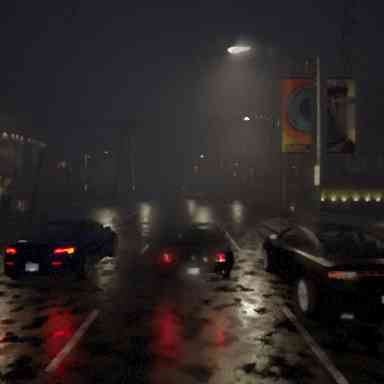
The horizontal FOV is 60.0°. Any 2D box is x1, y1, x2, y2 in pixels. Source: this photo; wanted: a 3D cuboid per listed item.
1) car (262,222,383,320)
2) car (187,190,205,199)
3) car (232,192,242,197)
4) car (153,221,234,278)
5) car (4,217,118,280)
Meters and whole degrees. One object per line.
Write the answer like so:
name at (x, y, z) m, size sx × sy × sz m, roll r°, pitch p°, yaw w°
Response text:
car at (2.897, 1.410, 7.361) m, size 2.097 × 1.535 × 5.008 m, roll 0°, pitch 1°, yaw 0°
car at (1.002, 0.511, 77.087) m, size 2.150 × 2.045 × 5.566 m, roll 0°, pitch 1°, yaw 33°
car at (12.543, 0.706, 88.285) m, size 4.674 × 1.442 × 1.812 m, roll 0°, pitch 1°, yaw -37°
car at (0.060, 1.509, 9.825) m, size 1.895 × 1.301 × 4.718 m, roll 0°, pitch 1°, yaw 0°
car at (-3.442, 1.437, 9.498) m, size 1.812 × 1.442 × 4.674 m, roll 0°, pitch 1°, yaw 0°
